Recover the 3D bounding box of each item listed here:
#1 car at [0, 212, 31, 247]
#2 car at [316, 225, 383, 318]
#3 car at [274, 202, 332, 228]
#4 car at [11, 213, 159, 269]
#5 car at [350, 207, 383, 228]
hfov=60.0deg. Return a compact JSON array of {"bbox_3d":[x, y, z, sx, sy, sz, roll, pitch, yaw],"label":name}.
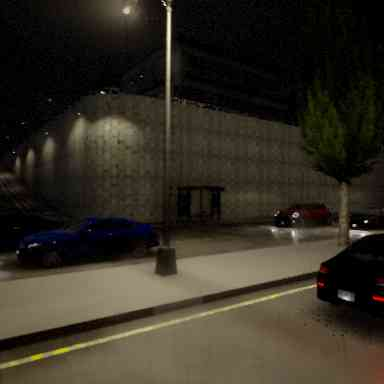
[{"bbox_3d":[-7.257,1.524,12.938,4.674,1.442,1.812,1,0,-36],"label":"car"},{"bbox_3d":[4.472,1.596,6.937,4.674,1.442,1.812,1,0,-35],"label":"car"},{"bbox_3d":[7.949,1.539,23.791,4.553,1.767,2.097,1,0,-35],"label":"car"},{"bbox_3d":[-3.366,1.555,11.416,4.674,1.442,1.812,0,0,-36],"label":"car"},{"bbox_3d":[12.518,1.764,22.753,5.357,1.411,2.033,1,0,-35],"label":"car"}]
